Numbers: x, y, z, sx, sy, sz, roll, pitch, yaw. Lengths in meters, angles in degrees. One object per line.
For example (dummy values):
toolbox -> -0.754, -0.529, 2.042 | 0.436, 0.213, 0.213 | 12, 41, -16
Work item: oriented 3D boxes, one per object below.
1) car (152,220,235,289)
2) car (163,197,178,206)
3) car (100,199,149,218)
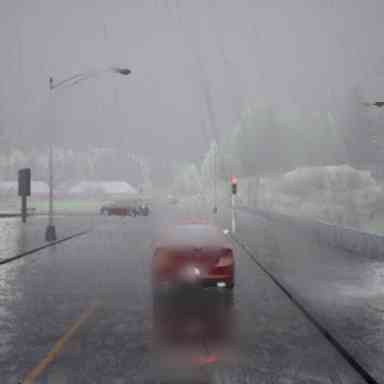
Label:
car -> 0.055, 1.505, 9.329 | 1.882, 1.535, 5.008 | 0, 0, 0
car -> -4.079, 1.742, 60.681 | 1.994, 1.385, 4.181 | 0, 0, 0
car -> -6.346, 1.443, 31.099 | 4.553, 1.767, 2.097 | 0, 0, 26
